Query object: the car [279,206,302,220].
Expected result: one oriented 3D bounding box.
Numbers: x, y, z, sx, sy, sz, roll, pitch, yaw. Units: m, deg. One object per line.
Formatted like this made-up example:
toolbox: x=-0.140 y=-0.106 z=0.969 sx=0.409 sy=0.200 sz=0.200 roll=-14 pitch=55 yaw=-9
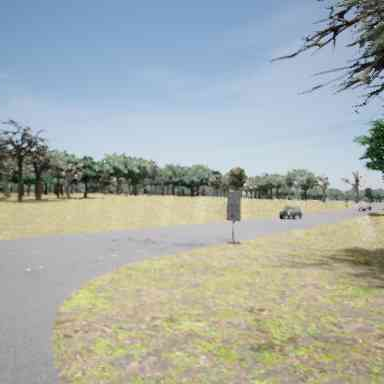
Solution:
car: x=15.493 y=3.177 z=51.932 sx=2.150 sy=2.045 sz=5.566 roll=0 pitch=-2 yaw=34
